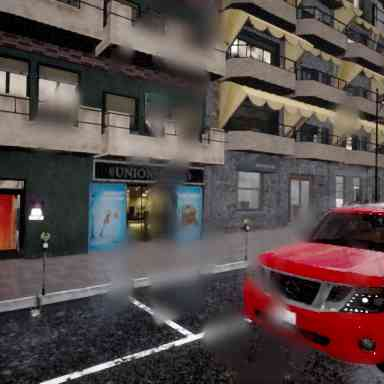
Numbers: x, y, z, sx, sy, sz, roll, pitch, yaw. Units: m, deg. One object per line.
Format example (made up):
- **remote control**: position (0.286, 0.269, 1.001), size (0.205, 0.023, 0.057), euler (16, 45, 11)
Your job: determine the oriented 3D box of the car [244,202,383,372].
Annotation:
- **car**: position (3.443, 1.223, 5.843), size (5.566, 2.045, 2.150), euler (0, 0, -36)
